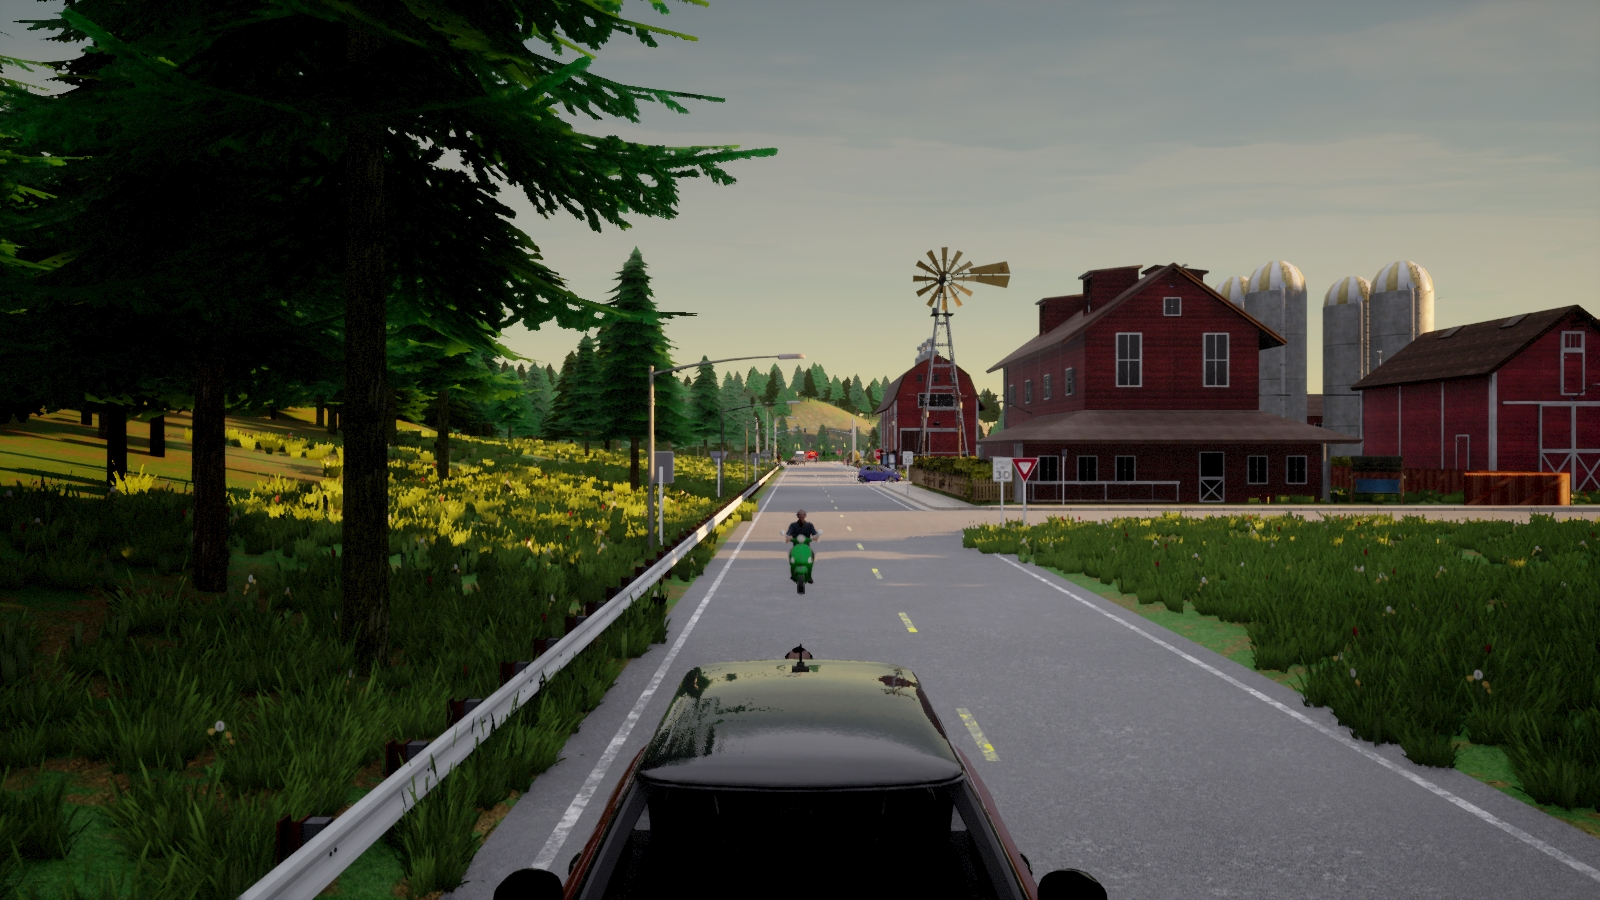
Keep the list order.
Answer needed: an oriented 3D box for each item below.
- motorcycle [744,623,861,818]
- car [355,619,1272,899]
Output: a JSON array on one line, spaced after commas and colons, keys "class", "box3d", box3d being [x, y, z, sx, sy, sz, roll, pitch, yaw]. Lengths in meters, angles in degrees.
[{"class": "motorcycle", "box3d": [0.013, 2.231, 9.842, 0.867, 1.251, 2.209, -1, -3, 0]}, {"class": "car", "box3d": [0.032, 1.899, 4.503, 2.097, 1.767, 4.553, 0, 0, 0]}]
